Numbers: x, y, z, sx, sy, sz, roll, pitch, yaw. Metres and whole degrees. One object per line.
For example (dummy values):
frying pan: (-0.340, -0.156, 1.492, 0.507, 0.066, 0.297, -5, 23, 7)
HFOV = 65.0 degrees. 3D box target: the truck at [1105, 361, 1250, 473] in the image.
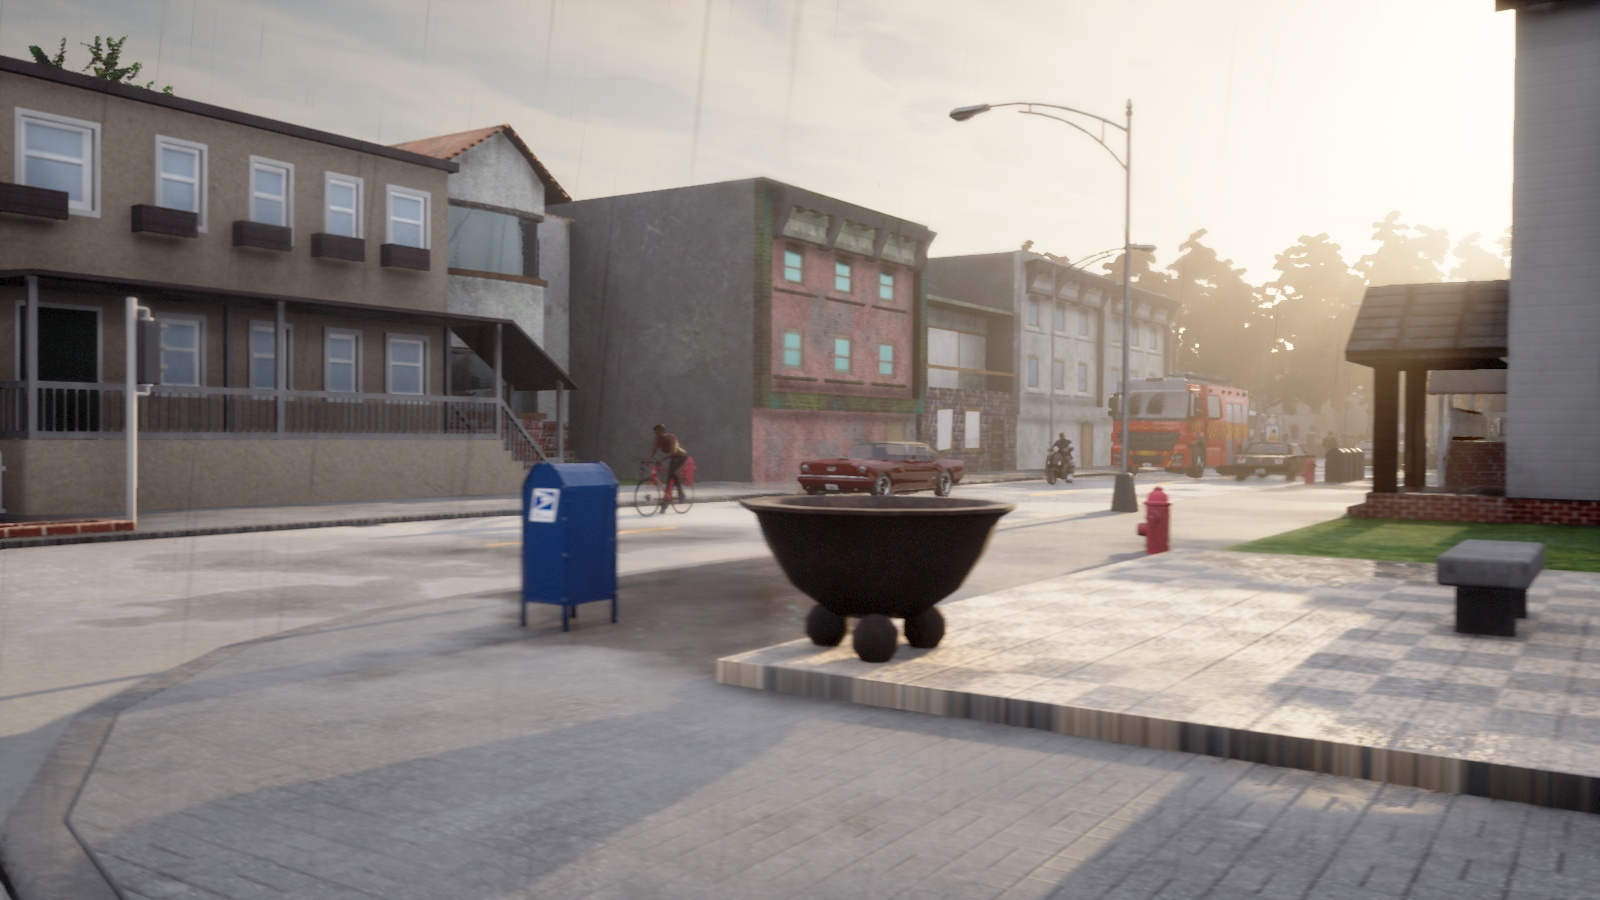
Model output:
truck: (14.384, -1.206, 47.298, 2.891, 3.827, 8.468, 0, 1, 34)

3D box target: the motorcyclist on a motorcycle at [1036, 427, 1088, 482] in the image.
motorcyclist on a motorcycle: (7.814, 0.107, 37.406, 0.866, 1.590, 1.817, 0, 1, 34)

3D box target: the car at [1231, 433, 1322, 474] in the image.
car: (16.419, 0.097, 43.133, 1.895, 1.301, 4.718, 0, 1, 34)

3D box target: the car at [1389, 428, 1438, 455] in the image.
car: (34.088, -0.501, 69.731, 1.812, 1.442, 4.674, 0, 1, 34)

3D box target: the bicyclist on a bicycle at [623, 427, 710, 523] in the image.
bicyclist on a bicycle: (-2.336, 0.406, 22.148, 0.582, 1.620, 1.656, 0, 1, 33)

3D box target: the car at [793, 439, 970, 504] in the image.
car: (1.955, 0.427, 28.583, 1.895, 1.301, 4.718, 0, 1, 34)

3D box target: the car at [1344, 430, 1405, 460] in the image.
car: (27.213, -0.259, 59.383, 1.994, 1.385, 4.181, 0, 1, 34)
